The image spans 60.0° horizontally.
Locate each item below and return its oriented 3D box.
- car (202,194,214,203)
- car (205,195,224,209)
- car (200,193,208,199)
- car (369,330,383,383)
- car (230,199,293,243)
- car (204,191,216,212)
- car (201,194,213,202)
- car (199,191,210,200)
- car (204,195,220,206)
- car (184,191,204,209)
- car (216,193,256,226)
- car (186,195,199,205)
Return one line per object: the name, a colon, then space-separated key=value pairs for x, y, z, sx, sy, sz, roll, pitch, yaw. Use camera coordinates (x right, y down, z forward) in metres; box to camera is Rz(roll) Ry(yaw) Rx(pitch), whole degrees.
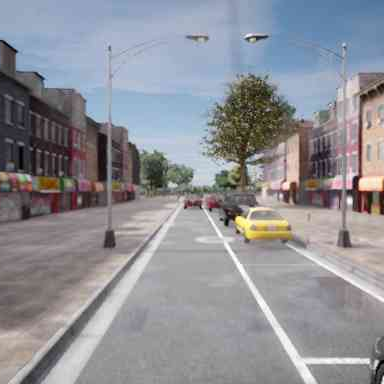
car: x=2.730 y=1.101 z=57.287 sx=1.752 sy=1.417 sz=4.829 roll=0 pitch=0 yaw=0
car: x=2.704 y=1.137 z=40.480 sx=1.967 sy=1.590 sz=4.097 roll=0 pitch=0 yaw=0
car: x=2.766 y=0.970 z=79.468 sx=1.752 sy=1.417 sz=4.829 roll=0 pitch=0 yaw=0
car: x=2.642 y=1.537 z=1.662 sx=2.008 sy=1.369 sz=4.403 roll=0 pitch=0 yaw=0
car: x=3.050 y=1.342 z=15.220 sx=1.801 sy=1.575 sz=5.366 roll=0 pitch=0 yaw=0
car: x=2.695 y=1.053 z=34.934 sx=2.192 sy=1.841 sz=5.009 roll=0 pitch=0 yaw=0
car: x=2.739 y=1.095 z=62.662 sx=2.008 sy=1.369 sz=4.403 roll=0 pitch=0 yaw=0
car: x=2.756 y=0.793 z=73.751 sx=2.192 sy=1.841 sz=5.009 roll=0 pitch=0 yaw=0
car: x=2.713 y=1.200 z=46.027 sx=1.887 sy=1.381 sz=4.507 roll=0 pitch=0 yaw=0
car: x=0.134 y=1.057 z=39.322 sx=2.097 sy=1.767 sz=4.553 roll=0 pitch=0 yaw=0
car: x=3.018 y=1.062 z=22.058 sx=2.150 sy=2.045 sz=5.566 roll=0 pitch=0 yaw=0
car: x=0.112 y=1.187 z=50.350 sx=1.994 sy=1.385 sz=4.181 roll=0 pitch=0 yaw=1
